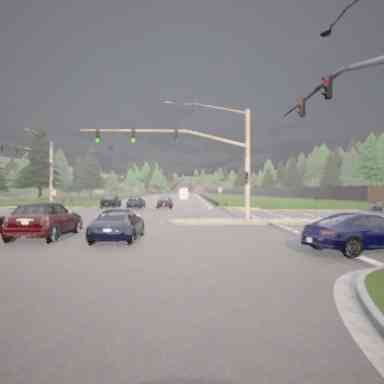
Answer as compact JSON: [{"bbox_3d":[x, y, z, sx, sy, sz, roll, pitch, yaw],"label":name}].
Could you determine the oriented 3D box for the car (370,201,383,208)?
[{"bbox_3d":[20.951,1.348,34.301,4.902,1.511,2.128,0,0,1],"label":"car"}]

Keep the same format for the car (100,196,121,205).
[{"bbox_3d":[-10.391,1.298,42.903,1.882,1.535,5.008,0,0,0],"label":"car"}]

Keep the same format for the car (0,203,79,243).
[{"bbox_3d":[-6.895,1.286,15.847,2.097,1.767,4.553,0,0,0],"label":"car"}]

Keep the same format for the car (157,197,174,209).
[{"bbox_3d":[-3.406,1.349,42.382,1.812,1.442,4.674,0,0,0],"label":"car"}]

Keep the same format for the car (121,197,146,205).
[{"bbox_3d":[-6.892,1.319,41.300,2.128,1.511,4.902,0,0,0],"label":"car"}]

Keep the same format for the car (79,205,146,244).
[{"bbox_3d":[-3.396,1.500,15.349,1.994,1.385,4.181,0,0,0],"label":"car"}]

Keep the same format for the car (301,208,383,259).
[{"bbox_3d":[6.252,1.475,12.127,4.674,1.442,1.812,0,-1,-17],"label":"car"}]
